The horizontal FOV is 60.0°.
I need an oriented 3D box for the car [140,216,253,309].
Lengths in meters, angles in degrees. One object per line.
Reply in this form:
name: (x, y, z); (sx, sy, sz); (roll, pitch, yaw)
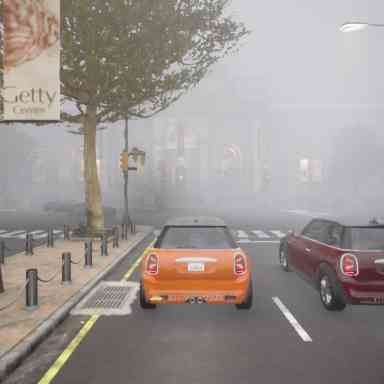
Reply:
car: (0.086, 1.352, 8.030); (2.097, 1.767, 4.553); (0, 0, 0)

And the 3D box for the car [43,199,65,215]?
car: (-12.226, 1.491, 33.102); (4.902, 1.511, 2.128); (0, 0, 0)

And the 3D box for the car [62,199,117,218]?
car: (-8.839, 1.564, 29.584); (4.181, 1.385, 1.994); (0, 0, 0)

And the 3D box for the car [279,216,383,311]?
car: (3.585, 1.352, 7.933); (2.097, 1.767, 4.553); (0, 0, 0)
